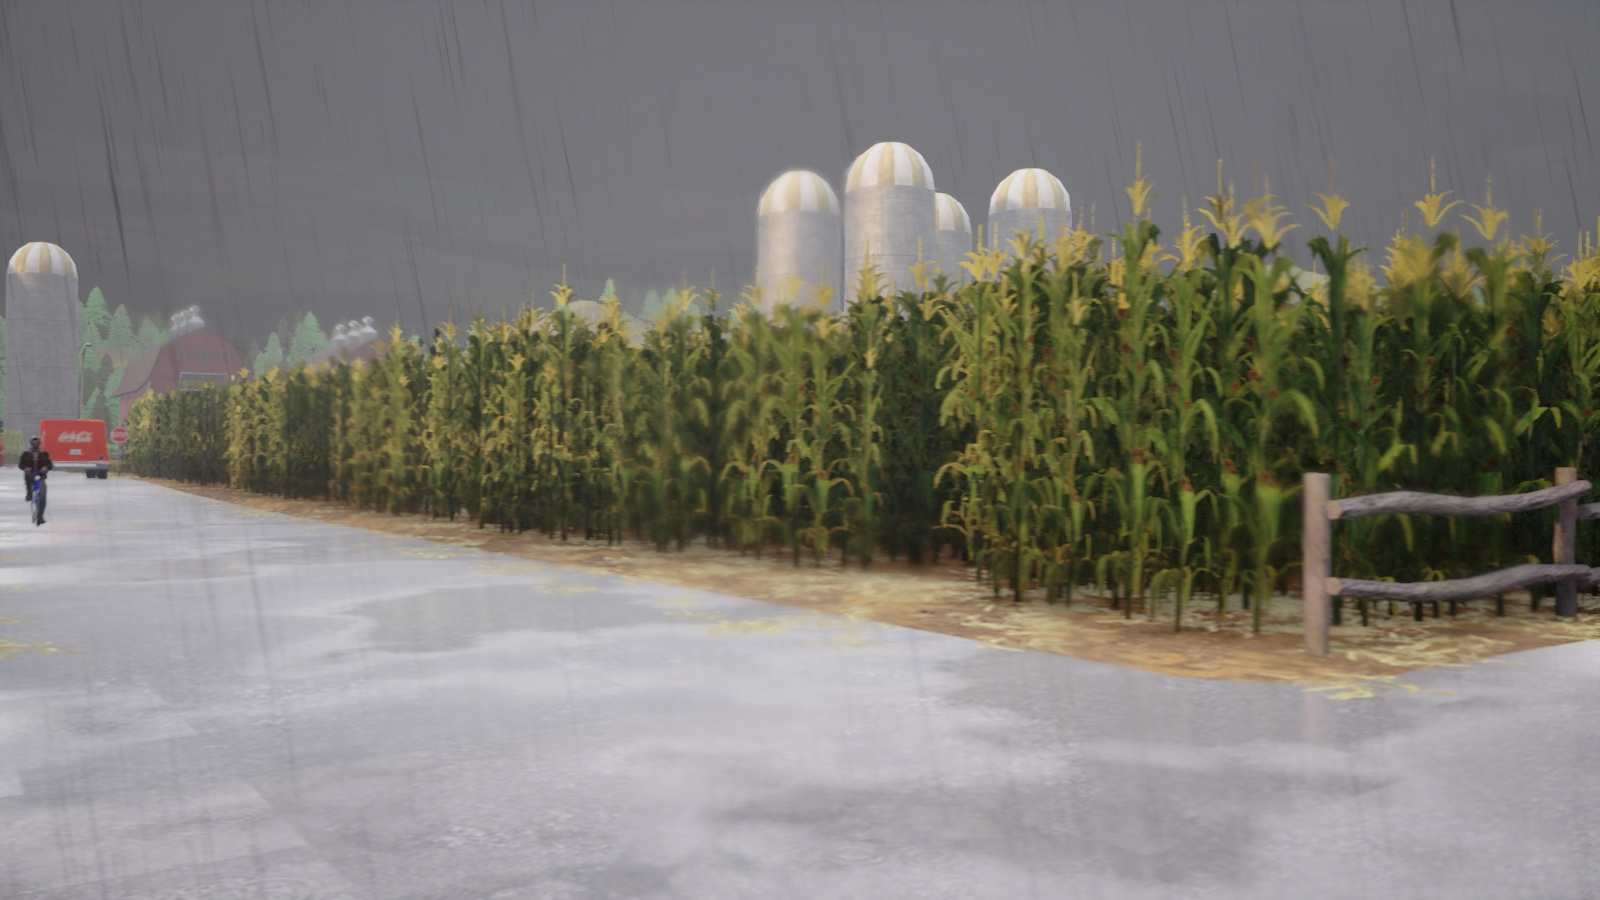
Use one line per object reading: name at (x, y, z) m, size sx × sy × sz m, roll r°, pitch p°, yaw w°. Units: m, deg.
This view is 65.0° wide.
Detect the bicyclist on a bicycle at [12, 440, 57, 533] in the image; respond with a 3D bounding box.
bicyclist on a bicycle at (-15.113, 0.700, 24.777) m, size 0.659 × 1.776 × 1.843 m, roll 0°, pitch 0°, yaw -35°

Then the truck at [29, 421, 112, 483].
truck at (-30.854, 0.112, 53.004) m, size 2.627 × 2.467 × 5.204 m, roll 0°, pitch 0°, yaw -35°

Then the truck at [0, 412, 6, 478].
truck at (-45.794, -0.241, 66.509) m, size 7.936 × 3.462 × 2.891 m, roll 0°, pitch 0°, yaw 30°
